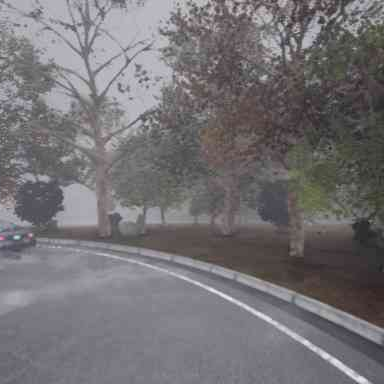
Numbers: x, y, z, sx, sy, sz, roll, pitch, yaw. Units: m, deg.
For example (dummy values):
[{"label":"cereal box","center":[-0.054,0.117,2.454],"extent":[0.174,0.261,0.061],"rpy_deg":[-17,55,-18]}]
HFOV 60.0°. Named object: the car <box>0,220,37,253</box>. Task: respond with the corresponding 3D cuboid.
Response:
[{"label":"car","center":[-8.716,1.782,13.412],"extent":[5.357,1.411,2.033],"rpy_deg":[-1,0,26]}]
